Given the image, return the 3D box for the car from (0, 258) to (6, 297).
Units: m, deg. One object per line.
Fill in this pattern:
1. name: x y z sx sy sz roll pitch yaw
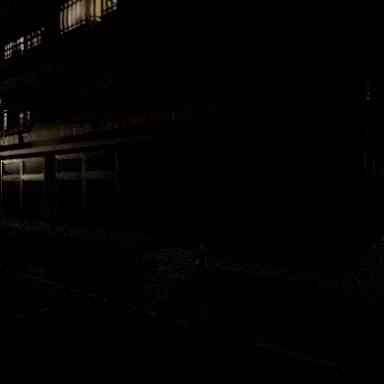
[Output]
1. car: -5.486 1.500 6.783 4.313 1.339 1.947 1 0 35
